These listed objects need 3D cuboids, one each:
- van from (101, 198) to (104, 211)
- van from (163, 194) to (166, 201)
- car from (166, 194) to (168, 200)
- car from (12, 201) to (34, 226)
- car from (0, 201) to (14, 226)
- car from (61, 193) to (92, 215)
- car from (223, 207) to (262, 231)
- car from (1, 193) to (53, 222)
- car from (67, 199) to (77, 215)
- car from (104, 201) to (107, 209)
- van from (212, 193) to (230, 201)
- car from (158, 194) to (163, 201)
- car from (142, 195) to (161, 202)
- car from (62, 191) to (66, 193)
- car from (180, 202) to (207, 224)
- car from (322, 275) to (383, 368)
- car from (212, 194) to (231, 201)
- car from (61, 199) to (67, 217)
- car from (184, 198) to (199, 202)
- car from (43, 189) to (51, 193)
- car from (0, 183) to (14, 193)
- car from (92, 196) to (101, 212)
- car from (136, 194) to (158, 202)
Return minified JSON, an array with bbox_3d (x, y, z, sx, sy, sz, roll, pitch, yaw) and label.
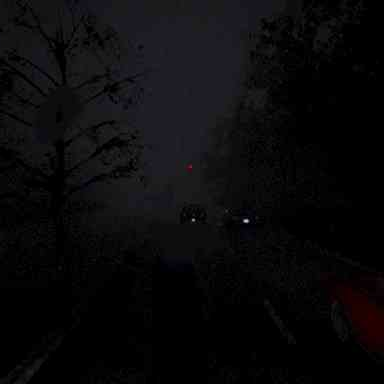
[{"bbox_3d":[-13.604,1.463,41.038,4.442,1.987,1.878,-1,-1,-19],"label":"van"},{"bbox_3d":[-10.249,1.504,90.807,4.442,1.987,1.878,-1,-1,-14],"label":"van"},{"bbox_3d":[-10.022,1.747,93.777,4.892,1.521,2.231,-1,-1,-14],"label":"car"},{"bbox_3d":[-13.821,1.601,22.947,4.792,1.488,2.163,-1,0,-20],"label":"car"},{"bbox_3d":[-13.805,1.556,19.963,4.892,1.521,2.231,-1,-1,-20],"label":"car"},{"bbox_3d":[-13.792,1.399,34.966,5.566,2.045,2.435,-1,0,-20],"label":"car"},{"bbox_3d":[3.102,1.633,21.058,1.994,1.385,4.181,0,0,0],"label":"car"},{"bbox_3d":[-13.821,1.340,25.952,5.566,2.045,2.435,-1,0,-20],"label":"car"},{"bbox_3d":[-13.771,1.670,31.968,4.674,1.452,2.002,-1,0,-20],"label":"car"},{"bbox_3d":[-13.629,1.584,44.015,4.553,1.767,2.185,-1,0,-19],"label":"car"},{"bbox_3d":[7.276,1.423,84.420,4.442,1.987,1.878,1,0,-14],"label":"van"},{"bbox_3d":[-10.807,1.697,84.814,5.366,1.575,1.946,-1,-1,-15],"label":"car"},{"bbox_3d":[-10.714,1.592,87.767,4.553,1.767,2.185,-1,-1,-14],"label":"car"},{"bbox_3d":[-28.171,0.459,72.694,2.002,1.452,4.674,6,-3,-19],"label":"car"},{"bbox_3d":[0.105,1.698,25.612,1.895,1.301,4.718,0,0,0],"label":"car"},{"bbox_3d":[3.101,1.605,3.448,1.895,1.301,4.718,0,0,0],"label":"car"},{"bbox_3d":[7.659,1.536,87.389,4.553,1.767,2.185,1,0,-14],"label":"car"},{"bbox_3d":[-13.961,1.610,28.901,5.366,1.575,1.946,-1,0,-20],"label":"car"},{"bbox_3d":[0.170,1.704,37.921,1.812,1.442,4.674,0,-1,1],"label":"car"},{"bbox_3d":[-31.165,-0.103,72.756,2.435,2.045,5.566,6,-3,-19],"label":"car"},{"bbox_3d":[-40.204,-0.669,72.809,2.231,1.521,4.892,6,-3,-19],"label":"car"},{"bbox_3d":[-13.719,1.419,38.002,5.566,2.045,2.435,-1,-1,-20],"label":"car"},{"bbox_3d":[-11.451,1.725,81.822,4.792,1.488,2.163,-1,0,-15],"label":"car"}]
